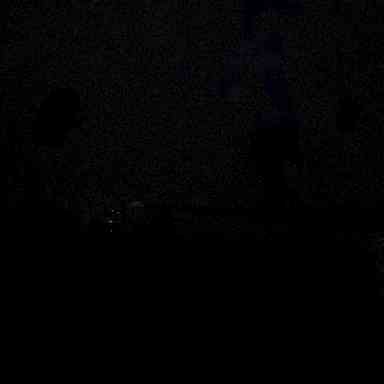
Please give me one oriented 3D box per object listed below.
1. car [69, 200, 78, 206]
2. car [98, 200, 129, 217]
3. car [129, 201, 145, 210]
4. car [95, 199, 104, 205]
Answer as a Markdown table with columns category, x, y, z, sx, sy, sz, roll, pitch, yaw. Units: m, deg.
| category | x | y | z | sx | sy | sz | roll | pitch | yaw |
| --- | --- | --- | --- | --- | --- | --- | --- | --- | --- |
| car | -27.969 | 2.509 | 78.493 | 1.994 | 1.385 | 4.181 | 0 | 0 | -20 |
| car | -9.201 | 2.042 | 38.710 | 1.837 | 1.490 | 4.892 | 0 | 0 | -27 |
| car | -9.156 | 2.154 | 53.964 | 1.812 | 1.442 | 4.674 | 0 | 0 | -27 |
| car | -21.348 | 2.419 | 77.723 | 1.812 | 1.442 | 4.674 | 0 | 0 | -27 |
